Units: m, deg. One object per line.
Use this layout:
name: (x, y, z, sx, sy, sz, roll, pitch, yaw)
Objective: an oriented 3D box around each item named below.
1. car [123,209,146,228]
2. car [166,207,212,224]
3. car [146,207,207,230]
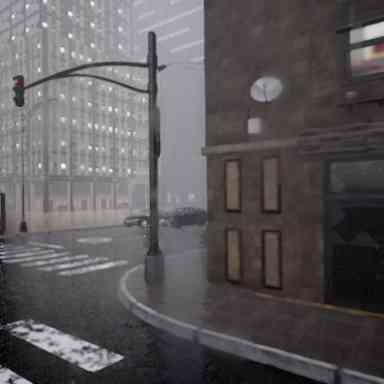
car: (-3.385, 2.006, 25.828, 2.008, 1.369, 4.403, -2, -2, 35)
car: (-0.181, 2.088, 30.384, 2.008, 1.369, 4.403, -2, -2, 35)
car: (-0.790, 1.916, 24.775, 2.128, 1.511, 4.902, -1, -1, 35)
